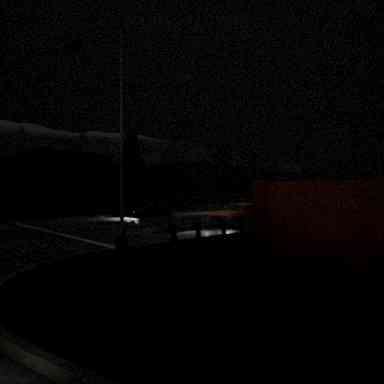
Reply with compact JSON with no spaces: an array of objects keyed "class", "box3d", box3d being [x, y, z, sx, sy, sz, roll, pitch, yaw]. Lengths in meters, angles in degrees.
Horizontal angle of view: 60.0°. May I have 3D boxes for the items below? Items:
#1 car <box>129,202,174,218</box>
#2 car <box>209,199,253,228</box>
[{"class":"car","box3d":[-3.622,1.568,30.316,4.181,1.385,1.994,0,0,-45]},{"class":"car","box3d":[3.218,1.479,22.315,5.008,1.535,1.882,0,0,-45]}]
